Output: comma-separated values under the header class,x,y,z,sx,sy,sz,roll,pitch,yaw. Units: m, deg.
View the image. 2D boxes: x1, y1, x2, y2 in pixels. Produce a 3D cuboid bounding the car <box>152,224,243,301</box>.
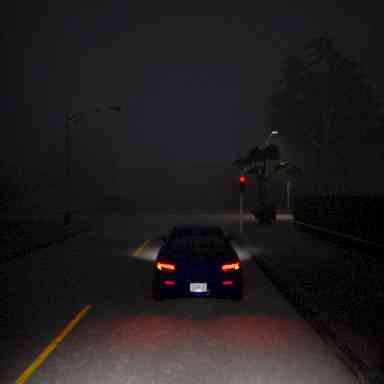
class,x,y,z,sx,sy,sz,roll,pitch,yaw
car,0.122,1.524,8.192,1.812,1.442,4.674,0,0,0
